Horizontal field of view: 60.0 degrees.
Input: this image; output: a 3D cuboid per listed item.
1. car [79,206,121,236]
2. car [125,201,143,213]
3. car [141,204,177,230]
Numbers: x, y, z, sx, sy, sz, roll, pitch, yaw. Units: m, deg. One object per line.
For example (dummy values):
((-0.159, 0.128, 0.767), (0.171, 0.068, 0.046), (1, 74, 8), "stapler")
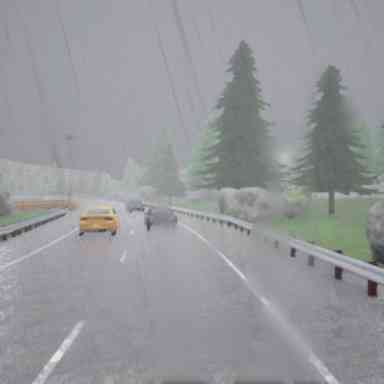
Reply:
((-5.248, 1.566, 19.292), (1.882, 1.535, 5.008), (0, 0, -9), "car")
((-6.790, 1.715, 39.622), (2.033, 1.411, 5.357), (0, 0, -18), "car")
((-2.203, 1.690, 22.172), (1.895, 1.301, 4.718), (0, 0, -11), "car")
